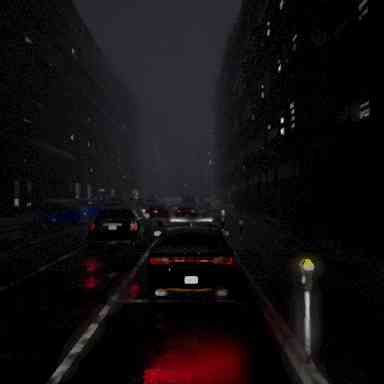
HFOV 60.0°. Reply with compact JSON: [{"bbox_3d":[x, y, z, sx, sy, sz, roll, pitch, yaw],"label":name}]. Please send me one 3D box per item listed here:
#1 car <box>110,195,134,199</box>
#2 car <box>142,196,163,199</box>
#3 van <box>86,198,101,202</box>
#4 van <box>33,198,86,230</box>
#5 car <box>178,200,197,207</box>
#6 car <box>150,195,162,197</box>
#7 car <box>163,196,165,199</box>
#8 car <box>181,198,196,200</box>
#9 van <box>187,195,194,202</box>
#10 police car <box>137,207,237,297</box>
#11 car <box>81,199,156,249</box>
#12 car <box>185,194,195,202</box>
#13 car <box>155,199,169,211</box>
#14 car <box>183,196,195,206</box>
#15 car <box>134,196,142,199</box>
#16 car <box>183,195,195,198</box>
[{"bbox_3d":[-8.311,1.365,37.346,2.192,1.841,5.009,1,0,0],"label":"car"},{"bbox_3d":[-5.770,1.676,46.795,2.033,1.411,5.357,0,0,0],"label":"car"},{"bbox_3d":[-8.312,1.368,26.286,1.690,1.788,3.998,1,0,0],"label":"van"},{"bbox_3d":[-8.311,1.358,20.753,1.690,1.788,3.998,2,0,0],"label":"van"},{"bbox_3d":[-0.436,1.571,26.224,1.887,1.381,4.507,1,0,0],"label":"car"},{"bbox_3d":[-8.313,1.470,70.529,2.192,1.841,5.009,1,0,0],"label":"car"},{"bbox_3d":[-8.321,1.846,92.653,1.802,1.307,4.206,1,0,0],"label":"car"},{"bbox_3d":[-0.436,1.582,31.754,1.887,1.381,4.507,1,0,0],"label":"car"},{"bbox_3d":[-0.469,1.575,87.068,1.690,1.788,3.998,1,0,0],"label":"van"},{"bbox_3d":[-0.012,1.429,8.763,1.930,1.638,5.238,0,0,0],"label":"police car"},{"bbox_3d":[-3.020,1.377,14.756,2.097,1.767,4.553,0,0,0],"label":"car"},{"bbox_3d":[-0.468,1.521,81.536,2.192,1.841,5.009,1,0,0],"label":"car"},{"bbox_3d":[-3.020,1.606,29.790,1.994,1.385,4.181,0,0,0],"label":"car"},{"bbox_3d":[-0.469,1.553,59.411,1.967,1.590,4.097,1,0,0],"label":"car"},{"bbox_3d":[-8.311,1.378,42.876,2.192,1.841,5.009,1,0,0],"label":"car"},{"bbox_3d":[-0.427,1.490,37.286,1.967,1.590,4.097,1,0,0],"label":"car"}]
